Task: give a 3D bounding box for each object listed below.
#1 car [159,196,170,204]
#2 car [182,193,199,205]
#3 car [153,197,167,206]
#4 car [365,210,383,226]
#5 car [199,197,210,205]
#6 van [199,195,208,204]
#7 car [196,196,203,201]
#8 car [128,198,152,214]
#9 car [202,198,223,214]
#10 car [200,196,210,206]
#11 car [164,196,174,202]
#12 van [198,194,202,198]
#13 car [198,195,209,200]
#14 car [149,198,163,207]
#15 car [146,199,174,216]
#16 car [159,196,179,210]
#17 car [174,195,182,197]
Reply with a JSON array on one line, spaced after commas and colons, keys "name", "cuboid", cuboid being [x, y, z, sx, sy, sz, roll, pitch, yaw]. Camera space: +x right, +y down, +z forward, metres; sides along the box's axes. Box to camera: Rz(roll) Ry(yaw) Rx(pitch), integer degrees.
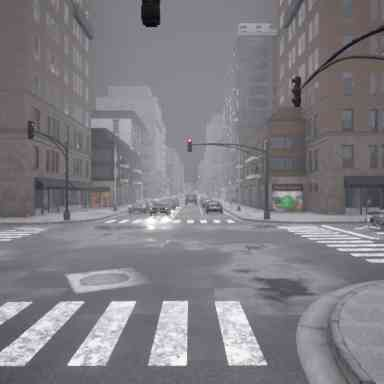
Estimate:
[{"name": "car", "cuboid": [-5.604, 1.552, 69.197, 1.967, 1.590, 4.097, 0, 0, 0]}, {"name": "car", "cuboid": [-0.134, 1.307, 60.302, 2.150, 2.045, 5.566, 0, -1, 0]}, {"name": "car", "cuboid": [-5.624, 1.634, 58.175, 2.008, 1.369, 4.403, 0, 0, 0]}, {"name": "car", "cuboid": [13.382, 1.442, 20.628, 4.902, 1.511, 2.128, 0, 0, 0]}, {"name": "car", "cuboid": [2.411, 1.647, 63.671, 2.008, 1.369, 4.403, 0, 0, 0]}, {"name": "van", "cuboid": [2.421, 1.453, 69.182, 1.690, 1.788, 3.998, 0, 0, 0]}, {"name": "car", "cuboid": [2.050, 1.698, 90.086, 1.812, 1.442, 4.674, 0, 0, 0]}, {"name": "car", "cuboid": [-5.665, 1.480, 36.132, 1.967, 1.590, 4.097, 0, 0, 0]}, {"name": "car", "cuboid": [2.360, 1.606, 36.117, 1.947, 1.339, 4.313, 0, 0, 0]}, {"name": "car", "cuboid": [2.380, 1.641, 47.139, 1.802, 1.307, 4.206, 0, 0, 0]}, {"name": "car", "cuboid": [-5.583, 1.694, 80.218, 2.008, 1.369, 4.403, 0, 0, 0]}, {"name": "van", "cuboid": [2.401, 1.424, 58.161, 1.690, 1.788, 3.998, 0, 0, 0]}, {"name": "car", "cuboid": [2.390, 1.637, 52.650, 1.947, 1.339, 4.313, 0, 0, 0]}, {"name": "car", "cuboid": [-5.634, 1.653, 52.664, 1.802, 1.307, 4.206, 0, 0, 0]}, {"name": "car", "cuboid": [-3.133, 1.637, 33.495, 1.895, 1.301, 4.718, 0, 0, 0]}, {"name": "car", "cuboid": [-3.110, 1.617, 43.473, 1.994, 1.385, 4.181, 0, 0, 1]}, {"name": "car", "cuboid": [-3.085, 1.636, 53.432, 1.994, 1.385, 4.181, 0, 0, 0]}]
